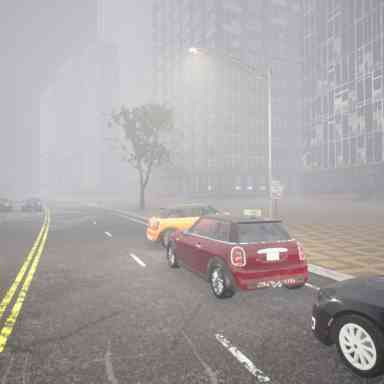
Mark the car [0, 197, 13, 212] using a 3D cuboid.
[{"bbox_3d":[-21.832,1.390,38.052,2.097,1.767,4.553,0,0,-24],"label":"car"}]

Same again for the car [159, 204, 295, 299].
[{"bbox_3d":[0.874,1.355,8.851,2.097,1.767,4.553,0,0,-22],"label":"car"}]

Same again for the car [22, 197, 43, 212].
[{"bbox_3d":[-18.864,1.393,39.376,2.097,1.767,4.553,0,0,-24],"label":"car"}]

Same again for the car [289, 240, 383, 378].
[{"bbox_3d":[3.614,1.505,3.383,1.837,1.490,4.892,0,0,-36],"label":"car"}]

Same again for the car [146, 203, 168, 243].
[{"bbox_3d":[0.364,1.276,14.449,4.553,1.767,2.097,-3,1,-18],"label":"car"}]
